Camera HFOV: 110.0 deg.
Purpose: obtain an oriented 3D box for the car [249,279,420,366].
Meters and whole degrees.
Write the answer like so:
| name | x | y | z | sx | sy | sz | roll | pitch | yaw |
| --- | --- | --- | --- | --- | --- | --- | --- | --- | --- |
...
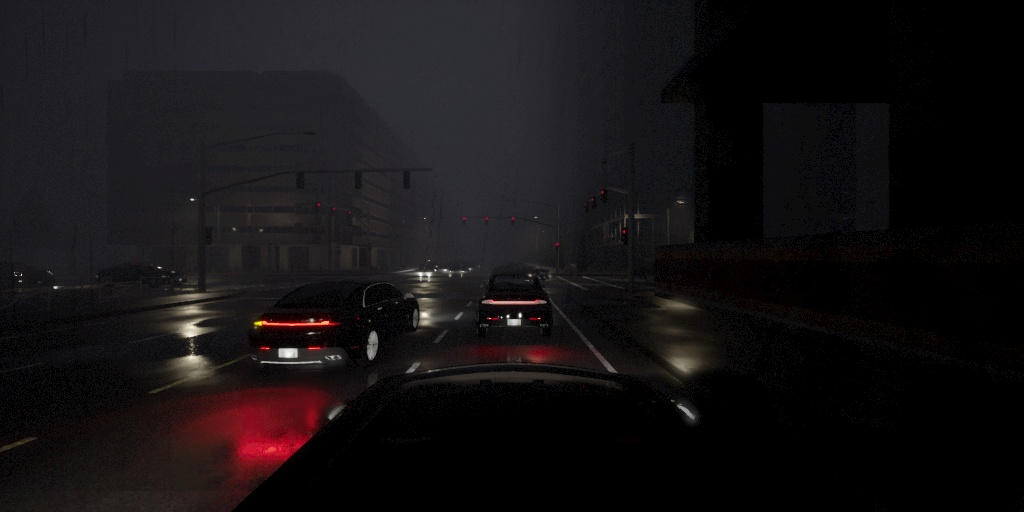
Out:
| name | x | y | z | sx | sy | sz | roll | pitch | yaw |
| --- | --- | --- | --- | --- | --- | --- | --- | --- | --- |
| car | -3.451 | 1.255 | 7.977 | 1.837 | 1.490 | 4.892 | 0 | 0 | 0 |

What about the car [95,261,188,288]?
| name | x | y | z | sx | sy | sz | roll | pitch | yaw |
| --- | --- | --- | --- | --- | --- | --- | --- | --- | --- |
| car | -24.326 | 1.297 | 23.655 | 4.902 | 1.511 | 2.128 | 0 | 0 | 0 |

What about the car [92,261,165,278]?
| name | x | y | z | sx | sy | sz | roll | pitch | yaw |
| --- | --- | --- | --- | --- | --- | --- | --- | --- | --- |
| car | -36.663 | 1.283 | 34.363 | 5.008 | 1.535 | 1.882 | 0 | 0 | 0 |

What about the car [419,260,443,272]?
| name | x | y | z | sx | sy | sz | roll | pitch | yaw |
| --- | --- | --- | --- | --- | --- | --- | --- | --- | --- |
| car | -10.980 | 1.241 | 47.566 | 2.128 | 1.511 | 4.902 | 0 | 0 | 0 |

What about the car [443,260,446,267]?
| name | x | y | z | sx | sy | sz | roll | pitch | yaw |
| --- | --- | --- | --- | --- | --- | --- | --- | --- | --- |
| car | -10.941 | 1.351 | 57.549 | 1.895 | 1.301 | 4.718 | 0 | 0 | 1 |

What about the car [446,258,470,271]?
| name | x | y | z | sx | sy | sz | roll | pitch | yaw |
| --- | --- | --- | --- | --- | --- | --- | --- | --- | --- |
| car | -7.486 | 1.228 | 50.337 | 1.882 | 1.535 | 5.008 | 0 | 0 | 0 |

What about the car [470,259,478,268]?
| name | x | y | z | sx | sy | sz | roll | pitch | yaw |
| --- | --- | --- | --- | --- | --- | --- | --- | --- | --- |
| car | -7.403 | 1.313 | 60.539 | 1.994 | 1.385 | 4.181 | 0 | 0 | 1 |

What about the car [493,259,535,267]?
| name | x | y | z | sx | sy | sz | roll | pitch | yaw |
| --- | --- | --- | --- | --- | --- | --- | --- | --- | --- |
| car | 0.740 | 1.268 | 28.595 | 4.902 | 1.511 | 2.128 | 0 | 0 | 28 |

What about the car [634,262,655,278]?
| name | x | y | z | sx | sy | sz | roll | pitch | yaw |
| --- | --- | --- | --- | --- | --- | --- | --- | --- | --- |
| car | 13.949 | 1.297 | 34.287 | 4.902 | 1.511 | 2.128 | 0 | 0 | 0 |

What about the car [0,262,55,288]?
| name | x | y | z | sx | sy | sz | roll | pitch | yaw |
| --- | --- | --- | --- | --- | --- | --- | --- | --- | --- |
| car | -33.393 | 1.157 | 23.673 | 4.553 | 1.767 | 2.097 | 0 | 0 | 0 |

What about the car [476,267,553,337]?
| name | x | y | z | sx | sy | sz | roll | pitch | yaw |
| --- | --- | --- | --- | --- | --- | --- | --- | --- | --- |
| car | 0.059 | 1.242 | 10.297 | 2.128 | 1.511 | 4.902 | 0 | 0 | 0 |
